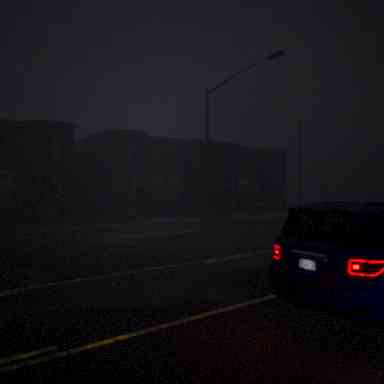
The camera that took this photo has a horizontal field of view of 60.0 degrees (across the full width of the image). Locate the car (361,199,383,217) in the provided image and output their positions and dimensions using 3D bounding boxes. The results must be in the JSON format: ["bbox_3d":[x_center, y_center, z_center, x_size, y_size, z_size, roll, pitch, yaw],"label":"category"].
[{"bbox_3d":[17.169,1.440,31.456,1.837,1.490,4.892,1,1,30],"label":"car"}]

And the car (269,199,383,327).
[{"bbox_3d":[3.995,1.207,6.657,5.566,2.045,2.150,0,0,-34],"label":"car"}]
